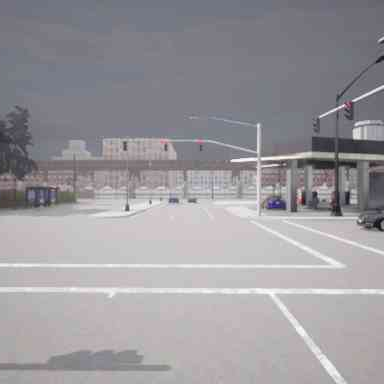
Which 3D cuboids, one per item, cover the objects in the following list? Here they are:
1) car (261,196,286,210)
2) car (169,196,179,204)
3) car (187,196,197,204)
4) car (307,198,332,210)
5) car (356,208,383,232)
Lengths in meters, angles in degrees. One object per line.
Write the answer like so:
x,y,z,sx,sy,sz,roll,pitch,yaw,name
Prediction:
9.716,1.283,39.746,2.242,1.667,4.611,0,0,0,car
-3.490,1.459,64.423,1.882,1.535,5.008,0,0,0,car
0.010,1.529,64.423,2.033,1.411,5.357,0,0,0,car
15.461,1.444,40.508,1.970,1.475,3.806,0,0,0,car
12.294,1.499,19.583,4.892,1.490,1.837,0,0,-1,car
